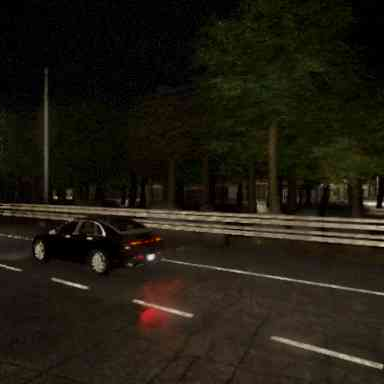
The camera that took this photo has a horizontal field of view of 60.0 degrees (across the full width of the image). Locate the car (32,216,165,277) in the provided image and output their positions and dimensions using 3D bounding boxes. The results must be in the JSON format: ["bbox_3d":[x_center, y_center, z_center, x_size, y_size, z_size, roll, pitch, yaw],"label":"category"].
[{"bbox_3d":[-3.074,1.506,10.364,4.892,1.490,1.837,0,0,36],"label":"car"}]
